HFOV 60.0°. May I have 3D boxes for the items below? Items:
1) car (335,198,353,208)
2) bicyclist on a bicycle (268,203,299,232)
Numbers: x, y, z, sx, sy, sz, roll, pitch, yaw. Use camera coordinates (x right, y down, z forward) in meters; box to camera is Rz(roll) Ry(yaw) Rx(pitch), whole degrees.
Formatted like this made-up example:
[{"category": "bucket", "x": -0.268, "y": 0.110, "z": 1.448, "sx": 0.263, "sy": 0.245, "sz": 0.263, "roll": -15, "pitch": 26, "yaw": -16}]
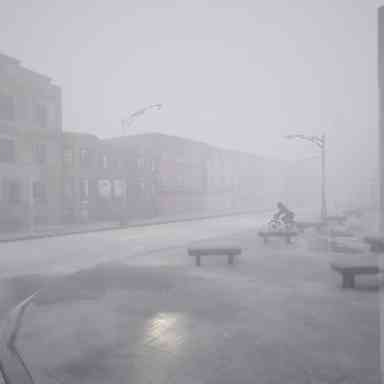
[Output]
[{"category": "car", "x": 22.663, "y": 1.623, "z": 49.667, "sx": 1.812, "sy": 1.442, "sz": 4.674, "roll": -1, "pitch": 0, "yaw": 35}, {"category": "bicyclist on a bicycle", "x": 4.780, "y": 1.398, "z": 17.429, "sx": 1.656, "sy": 1.620, "sz": 0.582, "roll": -1, "pitch": -1, "yaw": 35}]
